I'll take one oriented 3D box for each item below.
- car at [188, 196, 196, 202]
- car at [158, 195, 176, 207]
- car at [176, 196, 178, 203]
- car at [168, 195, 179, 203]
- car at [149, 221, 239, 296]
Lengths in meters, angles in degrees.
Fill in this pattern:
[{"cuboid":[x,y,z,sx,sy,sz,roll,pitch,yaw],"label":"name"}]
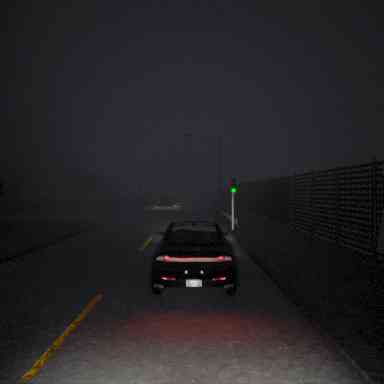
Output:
[{"cuboid":[0.085,1.595,78.313,1.895,1.301,4.718,0,0,0],"label":"car"},{"cuboid":[-4.040,1.352,51.301,2.097,1.767,4.553,0,0,0],"label":"car"},{"cuboid":[-4.002,1.601,60.668,1.895,1.301,4.718,0,0,0],"label":"car"},{"cuboid":[-3.923,1.478,71.103,1.882,1.535,5.008,0,0,0],"label":"car"},{"cuboid":[0.059,1.492,8.648,2.128,1.511,4.902,0,0,1],"label":"car"}]
